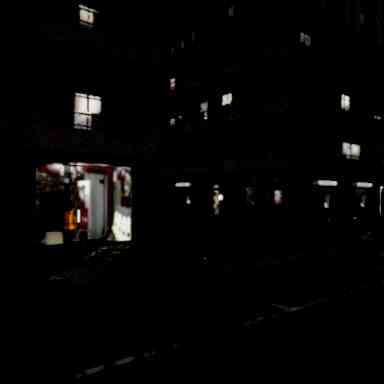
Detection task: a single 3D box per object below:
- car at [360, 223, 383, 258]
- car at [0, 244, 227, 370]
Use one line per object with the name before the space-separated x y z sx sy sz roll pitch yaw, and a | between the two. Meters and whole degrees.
car | 7.989 1.568 12.253 4.097 1.590 1.967 1 0 -35
car | -1.265 1.602 5.655 4.206 1.307 1.802 1 0 -35
